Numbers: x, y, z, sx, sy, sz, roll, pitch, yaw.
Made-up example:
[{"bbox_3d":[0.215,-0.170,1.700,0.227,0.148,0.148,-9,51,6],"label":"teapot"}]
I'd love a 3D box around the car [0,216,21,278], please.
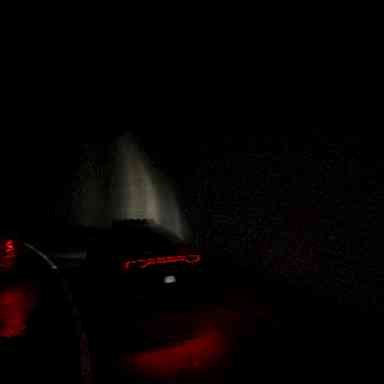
[{"bbox_3d":[-6.516,1.510,10.259,2.097,1.767,4.553,0,-1,-29],"label":"car"}]

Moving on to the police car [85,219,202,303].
[{"bbox_3d":[-1.584,1.534,8.821,1.930,1.638,5.238,0,-1,-26],"label":"police car"}]
